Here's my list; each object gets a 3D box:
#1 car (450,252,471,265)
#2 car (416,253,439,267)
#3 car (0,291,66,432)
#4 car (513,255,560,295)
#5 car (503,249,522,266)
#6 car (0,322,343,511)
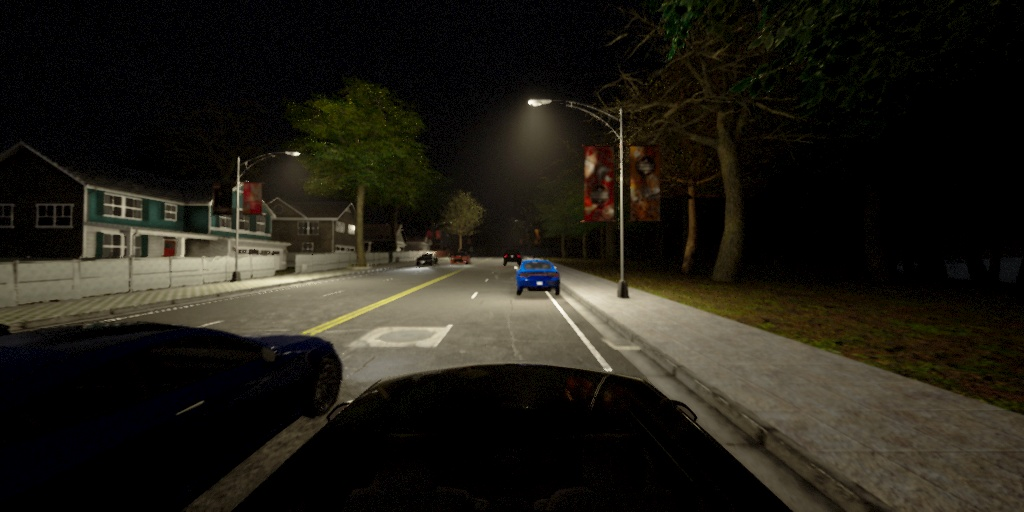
[{"bbox_3d":[-6.589,0.233,46.100,2.097,1.767,4.553,0,1,0],"label":"car"},{"bbox_3d":[-9.850,0.451,41.876,2.128,1.511,4.902,0,1,0],"label":"car"},{"bbox_3d":[-6.601,1.246,2.102,1.837,1.490,4.892,0,1,0],"label":"car"},{"bbox_3d":[1.132,0.913,17.138,1.882,1.535,5.008,0,1,0],"label":"car"},{"bbox_3d":[0.063,0.115,45.451,2.150,2.045,5.566,0,1,0],"label":"car"},{"bbox_3d":[-3.148,1.252,2.816,1.812,1.442,4.674,0,1,0],"label":"car"}]
